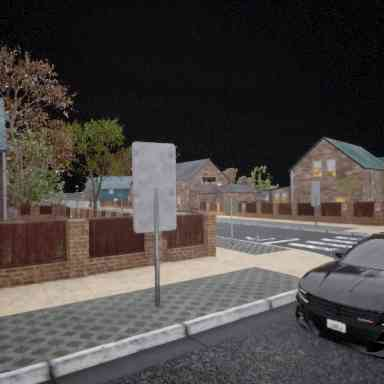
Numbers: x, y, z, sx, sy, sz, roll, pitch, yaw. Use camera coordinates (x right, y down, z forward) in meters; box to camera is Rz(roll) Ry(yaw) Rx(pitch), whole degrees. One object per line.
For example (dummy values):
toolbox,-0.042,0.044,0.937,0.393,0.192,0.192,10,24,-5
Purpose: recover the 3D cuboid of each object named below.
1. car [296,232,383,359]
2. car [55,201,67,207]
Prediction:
car,3.858,1.483,5.914,5.008,1.535,1.882,0,0,-38
car,-34.163,3.177,87.260,2.033,1.411,5.357,-1,-1,-31
